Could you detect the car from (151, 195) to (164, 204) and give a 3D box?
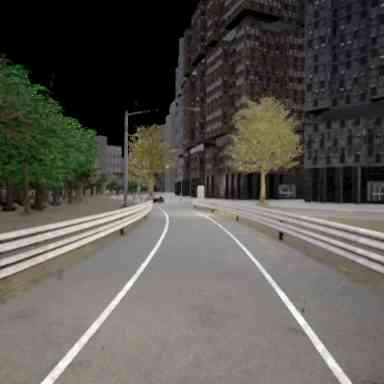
[{"bbox_3d":[-6.383,1.337,60.418,1.882,1.535,5.008,0,0,-18],"label":"car"}]
